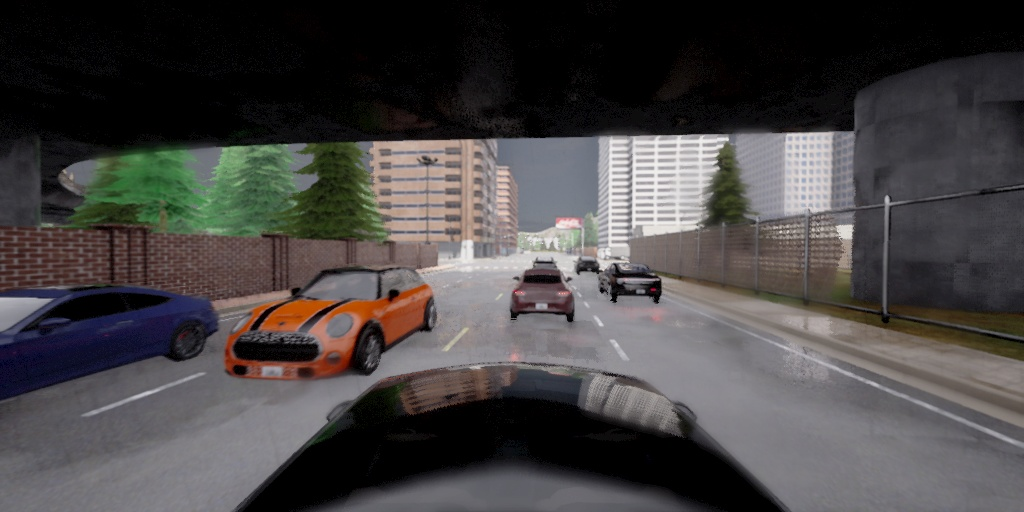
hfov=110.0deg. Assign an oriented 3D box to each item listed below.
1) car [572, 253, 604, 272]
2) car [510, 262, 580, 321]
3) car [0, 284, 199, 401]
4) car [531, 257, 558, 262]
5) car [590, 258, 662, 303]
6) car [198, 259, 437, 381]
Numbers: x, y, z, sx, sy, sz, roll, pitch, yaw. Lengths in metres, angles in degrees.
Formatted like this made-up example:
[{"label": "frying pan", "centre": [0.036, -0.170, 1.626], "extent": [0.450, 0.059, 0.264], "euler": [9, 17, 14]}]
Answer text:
[{"label": "car", "centre": [6.299, 0.769, 30.461], "extent": [1.837, 1.490, 4.892], "euler": [0, 1, 6]}, {"label": "car", "centre": [0.987, 1.103, 11.619], "extent": [1.812, 1.442, 4.674], "euler": [0, 1, 5]}, {"label": "car", "centre": [-6.775, 1.181, 5.235], "extent": [1.812, 1.442, 4.674], "euler": [0, 1, 3]}, {"label": "car", "centre": [2.558, 0.780, 28.142], "extent": [2.128, 1.511, 4.902], "euler": [0, 1, 6]}, {"label": "car", "centre": [4.836, 1.020, 15.236], "extent": [2.128, 1.511, 4.902], "euler": [0, 1, 5]}, {"label": "car", "centre": [-3.133, 0.987, 7.244], "extent": [2.097, 1.767, 4.553], "euler": [0, 1, 6]}]
